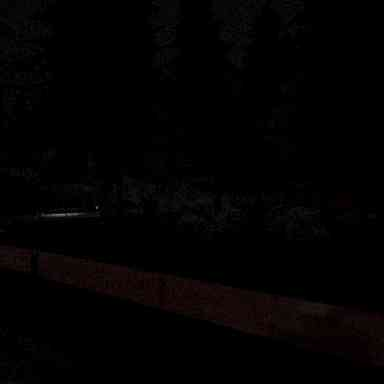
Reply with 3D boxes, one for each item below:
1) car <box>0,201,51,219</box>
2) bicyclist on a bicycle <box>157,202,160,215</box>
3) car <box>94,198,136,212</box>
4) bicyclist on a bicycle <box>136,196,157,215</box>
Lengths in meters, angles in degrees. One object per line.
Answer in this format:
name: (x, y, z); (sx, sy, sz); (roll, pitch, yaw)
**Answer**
car: (-14.323, 1.460, 27.393); (1.895, 1.301, 4.718); (0, 0, 35)
bicyclist on a bicycle: (-3.504, 1.157, 28.899); (1.656, 1.620, 0.582); (0, 0, 22)
car: (-8.271, 1.350, 35.880); (2.128, 1.511, 4.902); (0, 0, 36)
bicyclist on a bicycle: (-4.065, 1.157, 28.416); (1.656, 1.620, 0.582); (0, 0, 15)
